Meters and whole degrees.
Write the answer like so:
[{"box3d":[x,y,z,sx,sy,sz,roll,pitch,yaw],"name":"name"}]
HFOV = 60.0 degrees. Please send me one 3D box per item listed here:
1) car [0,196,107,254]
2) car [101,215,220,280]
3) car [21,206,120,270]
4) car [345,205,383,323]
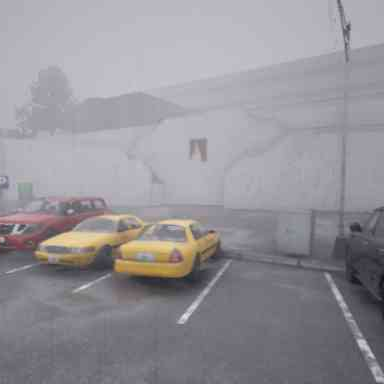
[{"box3d":[-5.307,1.206,13.242,2.435,2.045,5.566,1,-1,15],"name":"car"},{"box3d":[-0.377,1.467,9.964,1.946,1.575,5.366,0,-1,16],"name":"car"},{"box3d":[-2.912,1.455,11.345,1.946,1.575,5.366,1,-1,16],"name":"car"},{"box3d":[4.465,1.235,6.330,2.435,2.045,5.566,0,-1,16],"name":"car"}]
